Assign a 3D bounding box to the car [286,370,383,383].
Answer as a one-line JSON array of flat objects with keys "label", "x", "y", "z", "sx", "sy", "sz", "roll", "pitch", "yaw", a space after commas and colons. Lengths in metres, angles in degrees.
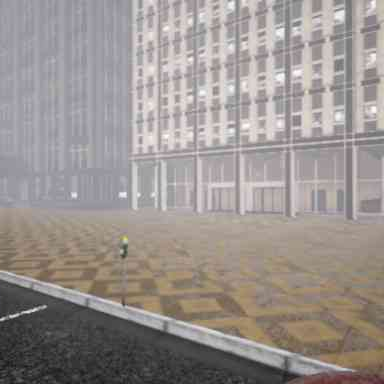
[{"label": "car", "x": 2.242, "y": 1.584, "z": 1.276, "sx": 4.206, "sy": 1.307, "sz": 1.802, "roll": 0, "pitch": 0, "yaw": 35}]
